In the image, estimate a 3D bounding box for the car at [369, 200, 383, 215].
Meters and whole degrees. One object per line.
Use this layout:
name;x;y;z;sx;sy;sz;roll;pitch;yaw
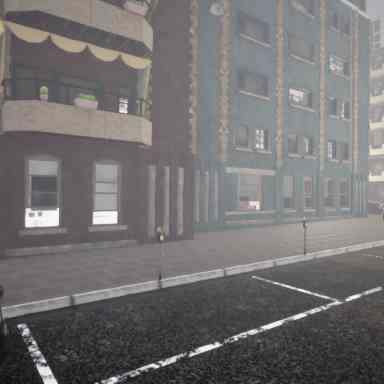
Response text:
car;16.168;1.241;32.669;2.192;1.841;5.009;1;0;-36

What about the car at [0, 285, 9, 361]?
car;-4.161;1.566;3.120;4.313;1.339;1.947;0;1;-35
